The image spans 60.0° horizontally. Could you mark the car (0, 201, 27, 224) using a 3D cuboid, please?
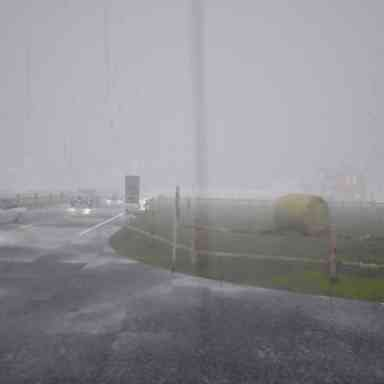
[{"bbox_3d":[-10.707,1.131,17.663,1.895,1.301,4.718,2,0,-3],"label":"car"}]

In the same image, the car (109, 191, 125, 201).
[{"bbox_3d":[-12.577,0.544,55.858,2.097,1.767,4.553,2,0,-3],"label":"car"}]

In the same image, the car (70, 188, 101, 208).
[{"bbox_3d":[-11.609,0.555,36.641,2.150,2.045,5.566,2,0,-3],"label":"car"}]
